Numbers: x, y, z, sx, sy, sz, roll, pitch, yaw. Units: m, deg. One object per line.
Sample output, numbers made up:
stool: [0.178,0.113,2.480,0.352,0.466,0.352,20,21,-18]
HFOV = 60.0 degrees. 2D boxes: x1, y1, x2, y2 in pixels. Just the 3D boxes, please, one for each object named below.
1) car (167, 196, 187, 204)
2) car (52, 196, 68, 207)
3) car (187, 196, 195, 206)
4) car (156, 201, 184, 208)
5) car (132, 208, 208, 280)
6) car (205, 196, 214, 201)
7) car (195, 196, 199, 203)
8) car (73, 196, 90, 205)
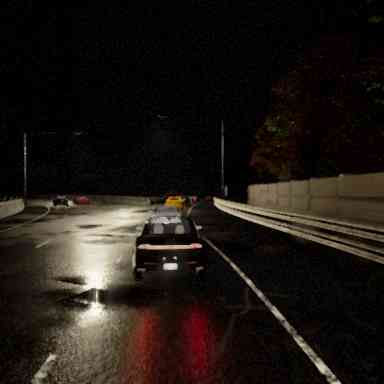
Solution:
car: [-1.927,1.318,38.475,1.882,1.535,5.008,0,0,1]
car: [-19.200,1.334,48.417,2.128,1.511,4.902,0,0,-27]
car: [-1.247,1.281,49.975,2.128,1.511,4.902,0,0,5]
car: [-1.652,1.511,22.054,1.895,1.301,4.718,0,0,-4]
car: [-0.672,1.450,9.848,2.128,1.511,4.902,0,0,-5]
car: [4.619,1.761,88.855,1.882,1.535,5.008,0,-3,10]
car: [0.229,1.340,61.019,1.895,1.301,4.718,0,0,9]
car: [-17.618,1.384,52.761,1.994,1.385,4.181,0,0,-29]
